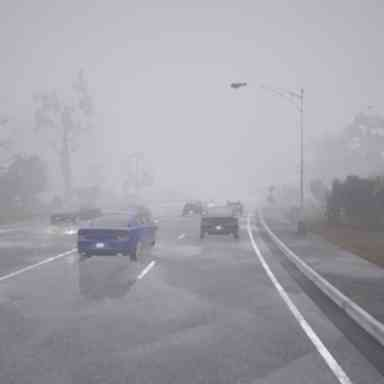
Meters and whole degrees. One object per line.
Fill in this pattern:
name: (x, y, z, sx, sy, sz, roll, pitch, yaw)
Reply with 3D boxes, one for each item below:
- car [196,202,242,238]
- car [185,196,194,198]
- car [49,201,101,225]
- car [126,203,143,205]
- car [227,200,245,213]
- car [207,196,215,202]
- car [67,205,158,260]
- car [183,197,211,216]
car: (1.536, 1.506, 17.869, 1.882, 1.535, 5.008, 0, 0, 7)
car: (-0.499, 1.558, 64.454, 1.837, 1.490, 4.892, 0, 0, 12)
car: (-8.364, 1.465, 24.200, 1.882, 1.535, 5.008, 0, 0, 9)
car: (-4.560, 1.571, 25.811, 1.994, 1.385, 4.181, 0, 0, 9)
car: (4.554, 1.553, 35.766, 2.128, 1.511, 4.902, 0, 0, 11)
car: (3.517, 1.603, 66.598, 2.128, 1.511, 4.902, 0, 0, 12)
car: (-2.591, 1.482, 12.632, 1.882, 1.535, 5.008, 0, 0, 5)
car: (0.343, 1.542, 32.341, 1.837, 1.490, 4.892, 0, 0, 10)
